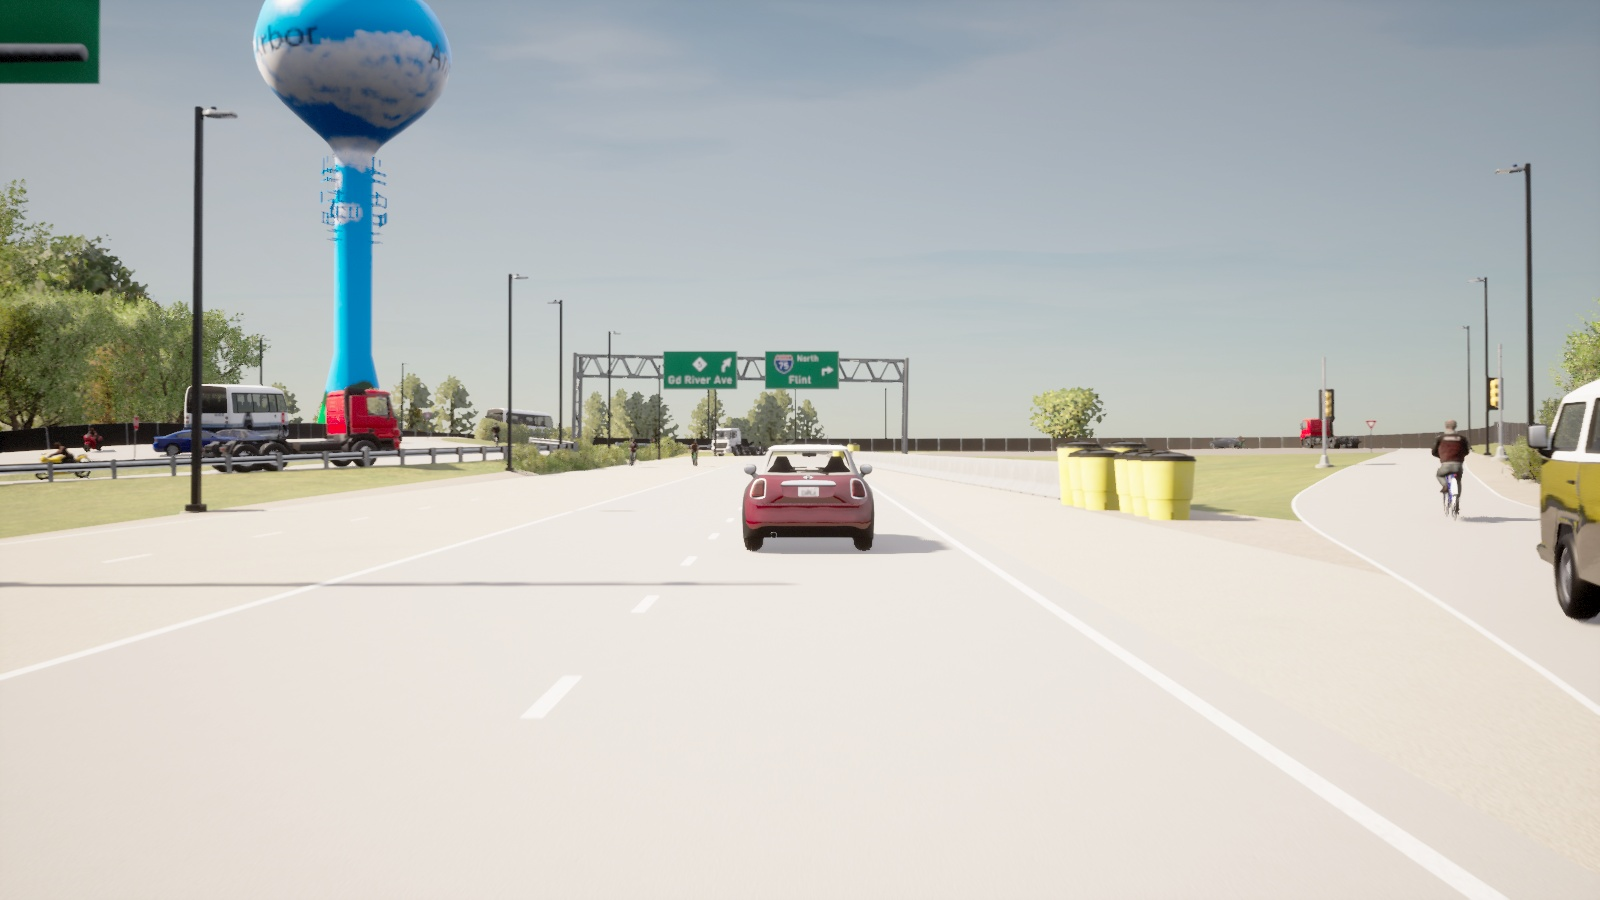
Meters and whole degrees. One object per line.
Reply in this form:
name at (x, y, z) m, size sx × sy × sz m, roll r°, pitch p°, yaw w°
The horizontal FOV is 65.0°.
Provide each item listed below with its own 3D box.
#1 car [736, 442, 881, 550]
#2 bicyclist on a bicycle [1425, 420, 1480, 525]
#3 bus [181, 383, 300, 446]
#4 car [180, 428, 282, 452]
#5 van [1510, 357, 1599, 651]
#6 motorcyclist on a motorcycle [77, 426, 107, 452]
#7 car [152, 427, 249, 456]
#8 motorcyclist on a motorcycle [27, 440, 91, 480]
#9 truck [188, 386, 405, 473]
car at (0.123, 0.614, 19.020) m, size 1.970 × 1.475 × 3.806 m, roll 0°, pitch 0°, yaw 0°
bicyclist on a bicycle at (11.475, 0.366, 22.136) m, size 0.659 × 1.776 × 1.843 m, roll 0°, pitch 1°, yaw 21°
bus at (-40.203, -2.610, 90.757) m, size 3.944 × 4.253 × 10.273 m, roll 0°, pitch 2°, yaw 0°
car at (-35.129, -0.644, 77.665) m, size 5.357 × 1.411 × 2.033 m, roll 0°, pitch 3°, yaw 0°
van at (6.654, 0.367, 8.784) m, size 2.069 × 2.038 × 4.480 m, roll 0°, pitch 1°, yaw 18°
motorcyclist on a motorcycle at (-43.549, -0.685, 77.235) m, size 0.797 × 1.523 × 2.044 m, roll 0°, pitch 3°, yaw -4°
car at (-35.141, -0.519, 73.793) m, size 5.008 × 1.535 × 1.882 m, roll -1°, pitch 3°, yaw -22°
motorcyclist on a motorcycle at (-29.824, 0.384, 50.572) m, size 2.044 × 1.523 × 0.797 m, roll -3°, pitch 1°, yaw -40°
truck at (-21.322, -0.938, 53.533) m, size 7.936 × 3.462 × 2.891 m, roll -3°, pitch 1°, yaw -43°
